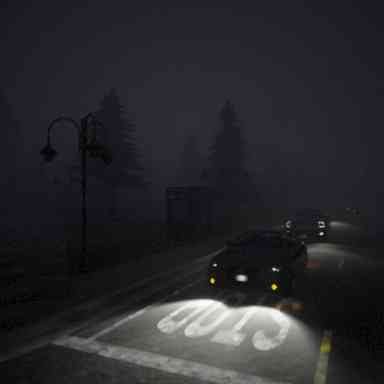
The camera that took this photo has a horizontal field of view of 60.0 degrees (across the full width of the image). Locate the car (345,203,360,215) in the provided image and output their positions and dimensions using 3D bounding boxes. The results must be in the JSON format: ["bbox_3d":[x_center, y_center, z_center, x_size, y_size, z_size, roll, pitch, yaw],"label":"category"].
[{"bbox_3d":[20.303,2.175,43.180,1.812,1.442,4.674,-1,-1,8],"label":"car"}]

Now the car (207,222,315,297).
[{"bbox_3d":[1.988,1.754,9.191,1.994,1.385,4.181,-2,-1,27],"label":"car"}]

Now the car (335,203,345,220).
[{"bbox_3d":[14.214,2.043,34.159,2.128,1.511,4.902,-2,-2,26],"label":"car"}]

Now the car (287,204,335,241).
[{"bbox_3d":[6.591,1.681,18.663,2.097,1.767,4.553,-2,-2,26],"label":"car"}]
